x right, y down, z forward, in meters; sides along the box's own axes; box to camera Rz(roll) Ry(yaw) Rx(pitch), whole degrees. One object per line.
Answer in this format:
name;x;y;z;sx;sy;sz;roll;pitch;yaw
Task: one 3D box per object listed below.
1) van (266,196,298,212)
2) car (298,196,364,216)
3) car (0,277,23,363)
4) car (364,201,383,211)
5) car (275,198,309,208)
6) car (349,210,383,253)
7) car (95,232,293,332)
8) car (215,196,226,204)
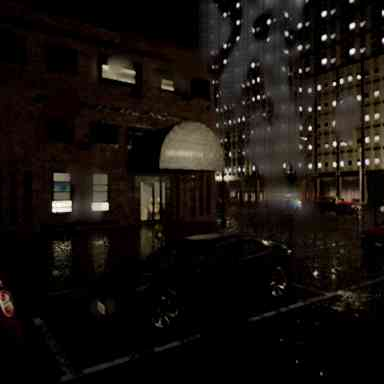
van;10.006;1.283;36.349;1.690;1.788;3.998;0;0;-35
car;13.174;1.265;31.803;2.192;1.841;5.009;0;0;-35
car;-4.207;1.442;3.567;4.097;1.590;1.967;0;0;-35
car;20.051;1.443;36.596;2.008;1.369;4.403;0;0;-35
car;13.715;1.458;45.688;1.802;1.307;4.206;0;0;-35
car;8.099;1.523;12.491;4.507;1.381;1.887;0;0;-35
car;0.258;1.559;6.819;4.313;1.339;1.947;0;0;-35
car;4.114;1.381;59.465;1.752;1.417;4.829;0;0;-35
